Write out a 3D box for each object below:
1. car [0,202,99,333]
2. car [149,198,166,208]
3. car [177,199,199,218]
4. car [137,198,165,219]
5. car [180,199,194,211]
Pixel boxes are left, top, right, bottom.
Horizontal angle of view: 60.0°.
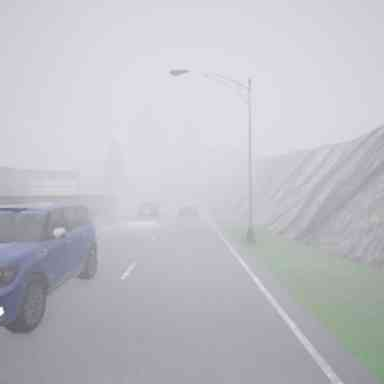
[{"bbox_3d":[-3.673,1.268,7.218,2.150,2.045,5.566,0,0,-1],"label":"car"},{"bbox_3d":[-5.874,1.790,55.944,1.882,1.535,5.008,0,0,-17],"label":"car"},{"bbox_3d":[-0.331,1.672,32.092,1.812,1.442,4.674,0,0,0],"label":"car"},{"bbox_3d":[-3.917,1.648,31.181,2.128,1.511,4.902,0,0,0],"label":"car"},{"bbox_3d":[-0.769,1.737,46.182,1.812,1.442,4.674,0,0,-3],"label":"car"}]
